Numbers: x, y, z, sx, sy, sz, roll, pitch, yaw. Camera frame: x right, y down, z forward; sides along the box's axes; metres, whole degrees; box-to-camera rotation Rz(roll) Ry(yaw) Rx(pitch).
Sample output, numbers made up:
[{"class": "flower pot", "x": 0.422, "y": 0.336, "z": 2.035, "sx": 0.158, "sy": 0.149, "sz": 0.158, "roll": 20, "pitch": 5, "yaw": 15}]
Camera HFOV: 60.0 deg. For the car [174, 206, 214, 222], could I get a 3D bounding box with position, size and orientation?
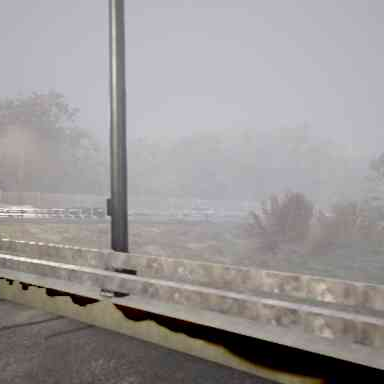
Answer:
[{"class": "car", "x": 0.332, "y": 2.993, "z": 45.443, "sx": 5.566, "sy": 2.045, "sz": 2.150, "roll": 3, "pitch": -2, "yaw": -26}]
